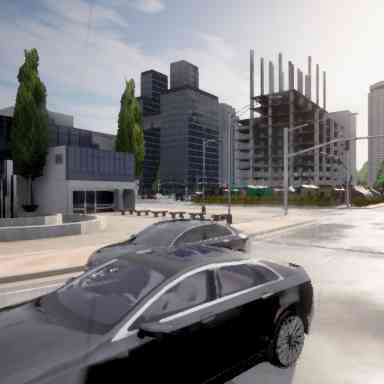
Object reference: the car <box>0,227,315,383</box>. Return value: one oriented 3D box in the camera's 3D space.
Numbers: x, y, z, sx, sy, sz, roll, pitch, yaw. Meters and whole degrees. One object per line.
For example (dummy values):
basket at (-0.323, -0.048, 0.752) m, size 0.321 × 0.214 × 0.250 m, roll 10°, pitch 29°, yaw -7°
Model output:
car at (-0.382, 1.491, 4.013) m, size 4.902 × 1.511 × 2.128 m, roll 0°, pitch 0°, yaw -41°

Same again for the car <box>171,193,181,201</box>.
car at (-2.353, 1.156, 76.699) m, size 1.905 × 1.878 × 3.866 m, roll 0°, pitch 0°, yaw 37°

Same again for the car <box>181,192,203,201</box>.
car at (-0.055, 1.395, 74.938) m, size 1.970 × 1.475 × 3.806 m, roll 0°, pitch 0°, yaw 37°

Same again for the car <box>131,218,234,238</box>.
car at (-0.359, 1.505, 8.736) m, size 1.837 × 1.490 × 4.892 m, roll 1°, pitch 1°, yaw 45°
